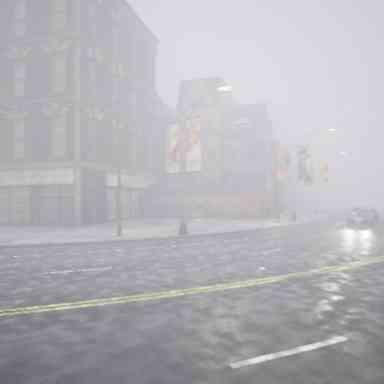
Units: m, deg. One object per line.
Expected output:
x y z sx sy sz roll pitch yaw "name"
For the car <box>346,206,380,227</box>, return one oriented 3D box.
13.464 1.898 26.135 2.128 1.511 4.902 -1 -1 36 "car"
